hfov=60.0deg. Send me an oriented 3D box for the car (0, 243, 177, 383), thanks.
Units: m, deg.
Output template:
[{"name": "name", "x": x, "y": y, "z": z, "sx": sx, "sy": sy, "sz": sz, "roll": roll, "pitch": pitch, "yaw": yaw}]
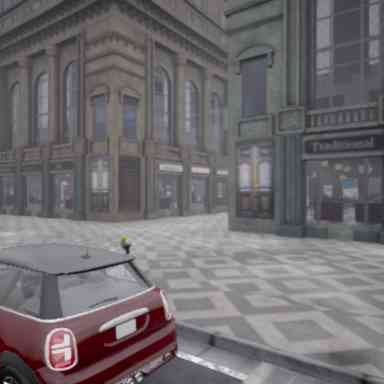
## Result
[{"name": "car", "x": -2.260, "y": 1.438, "z": 4.572, "sx": 4.097, "sy": 1.590, "sz": 1.967, "roll": 0, "pitch": 0, "yaw": 36}]
